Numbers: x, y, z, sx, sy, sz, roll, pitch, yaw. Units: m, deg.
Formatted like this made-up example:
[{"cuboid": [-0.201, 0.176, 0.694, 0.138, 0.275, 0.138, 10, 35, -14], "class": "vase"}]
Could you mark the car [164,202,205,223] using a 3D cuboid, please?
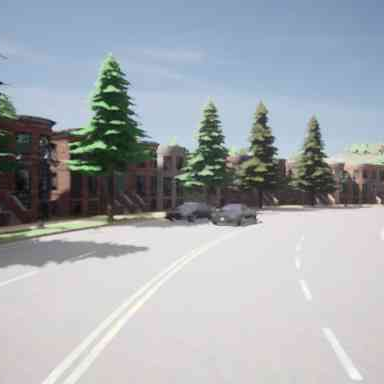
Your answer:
[{"cuboid": [0.102, 1.444, 24.784, 2.033, 1.411, 5.357, 1, 0, 30], "class": "car"}]

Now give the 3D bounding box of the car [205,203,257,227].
[{"cuboid": [2.893, 1.494, 22.413, 1.994, 1.385, 4.181, 1, 0, 31], "class": "car"}]
